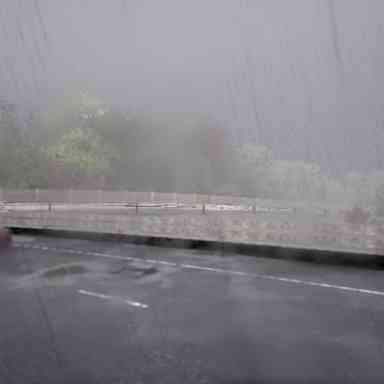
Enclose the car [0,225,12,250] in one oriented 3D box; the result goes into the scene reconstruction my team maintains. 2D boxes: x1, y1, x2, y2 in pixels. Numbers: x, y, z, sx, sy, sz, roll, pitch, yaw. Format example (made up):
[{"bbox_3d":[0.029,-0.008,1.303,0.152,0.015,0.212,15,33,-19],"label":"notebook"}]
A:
[{"bbox_3d":[-9.461,1.706,13.754,4.181,1.385,1.994,-1,0,28],"label":"car"}]
